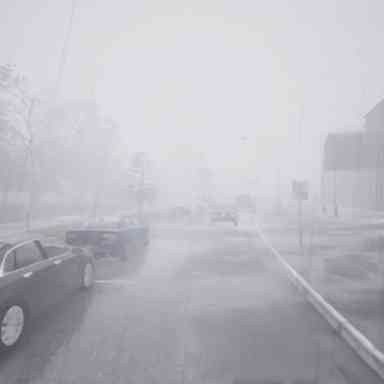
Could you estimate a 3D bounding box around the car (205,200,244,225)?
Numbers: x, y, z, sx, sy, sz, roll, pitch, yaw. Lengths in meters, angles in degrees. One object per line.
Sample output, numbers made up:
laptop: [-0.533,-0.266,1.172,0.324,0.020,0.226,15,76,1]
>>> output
car: [2.532,1.591,24.561,2.033,1.411,5.357,0,0,10]

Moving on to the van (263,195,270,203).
van: [14.437,1.556,70.461,1.878,1.987,4.442,-3,-1,26]

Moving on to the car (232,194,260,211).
car: [6.936,1.289,42.498,2.150,2.045,5.566,-1,0,17]

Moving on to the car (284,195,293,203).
car: [23.116,1.697,84.708,2.435,2.045,5.566,-3,-1,32]

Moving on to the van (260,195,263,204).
van: [11.913,1.507,65.484,1.878,1.987,4.442,-3,-1,25]

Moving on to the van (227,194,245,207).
van: [7.360,1.428,55.269,1.878,1.987,4.442,-3,-1,19]

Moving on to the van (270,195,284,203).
van: [20.084,1.666,80.116,1.878,1.987,4.442,-3,-1,31]

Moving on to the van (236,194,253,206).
van: [9.549,1.465,60.417,1.878,1.987,4.442,-3,-1,25]

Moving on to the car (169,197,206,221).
car: [-0.633,1.557,28.393,2.231,1.521,4.892,-3,-1,12]

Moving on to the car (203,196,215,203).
car: [0.569,1.570,33.854,2.231,1.521,4.892,-3,-1,13]

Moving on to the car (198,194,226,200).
car: [1.958,1.330,39.306,2.435,2.045,5.566,-3,-1,15]

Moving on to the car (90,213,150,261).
car: [-2.900,1.510,12.514,2.097,1.535,5.008,0,0,6]

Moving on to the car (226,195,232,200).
car: [5.415,1.619,50.104,1.946,1.575,5.366,-3,-1,21]

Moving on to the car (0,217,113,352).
car: [-3.372,1.500,6.204,2.231,1.521,4.892,0,0,4]

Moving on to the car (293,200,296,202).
car: [26.348,2.037,89.232,2.002,1.452,4.674,-3,-1,36]
